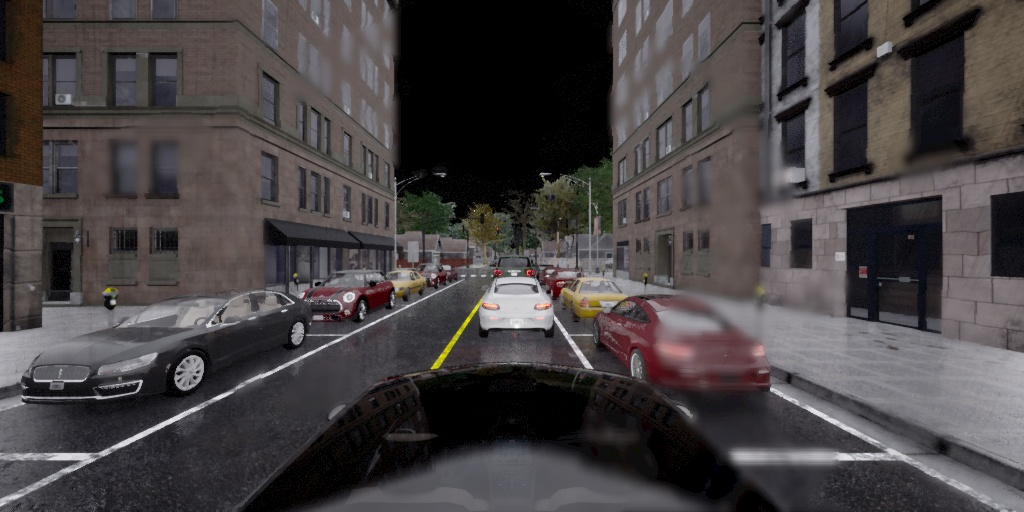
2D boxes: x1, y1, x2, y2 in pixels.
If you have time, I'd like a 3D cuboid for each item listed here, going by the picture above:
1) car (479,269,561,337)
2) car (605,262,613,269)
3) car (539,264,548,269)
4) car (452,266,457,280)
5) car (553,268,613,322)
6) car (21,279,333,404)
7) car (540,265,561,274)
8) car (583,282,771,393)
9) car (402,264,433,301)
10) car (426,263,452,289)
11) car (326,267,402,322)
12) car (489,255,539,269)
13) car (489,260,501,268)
[{"bbox_3d":[0.103,1.277,10.152,1.812,1.442,4.674,0,0,0],"label":"car"},{"bbox_3d":[15.871,1.176,51.469,4.892,1.490,1.837,0,0,0],"label":"car"},{"bbox_3d":[2.648,1.340,22.986,1.802,1.307,4.207,0,0,0],"label":"car"},{"bbox_3d":[-5.374,1.343,28.508,1.802,1.307,4.207,0,0,0],"label":"car"},{"bbox_3d":[2.642,1.278,12.120,1.751,1.417,4.829,0,0,0],"label":"car"},{"bbox_3d":[-5.386,1.301,6.433,2.007,1.370,4.403,0,0,0],"label":"car"},{"bbox_3d":[2.645,1.300,17.468,1.888,1.381,4.507,0,0,0],"label":"car"},{"bbox_3d":[2.639,1.332,6.431,1.802,1.307,4.207,0,0,0],"label":"car"},{"bbox_3d":[-5.380,1.280,17.300,1.751,1.417,4.829,0,0,0],"label":"car"},{"bbox_3d":[-5.377,1.198,22.989,1.967,1.591,4.097,0,0,0],"label":"car"},{"bbox_3d":[-5.383,1.192,11.951,1.967,1.591,4.097,0,0,0],"label":"car"},{"bbox_3d":[0.110,0.978,19.915,2.150,2.045,5.566,0,0,0],"label":"car"},{"bbox_3d":[-3.036,1.369,65.340,1.994,1.385,4.181,0,0,0],"label":"car"}]
